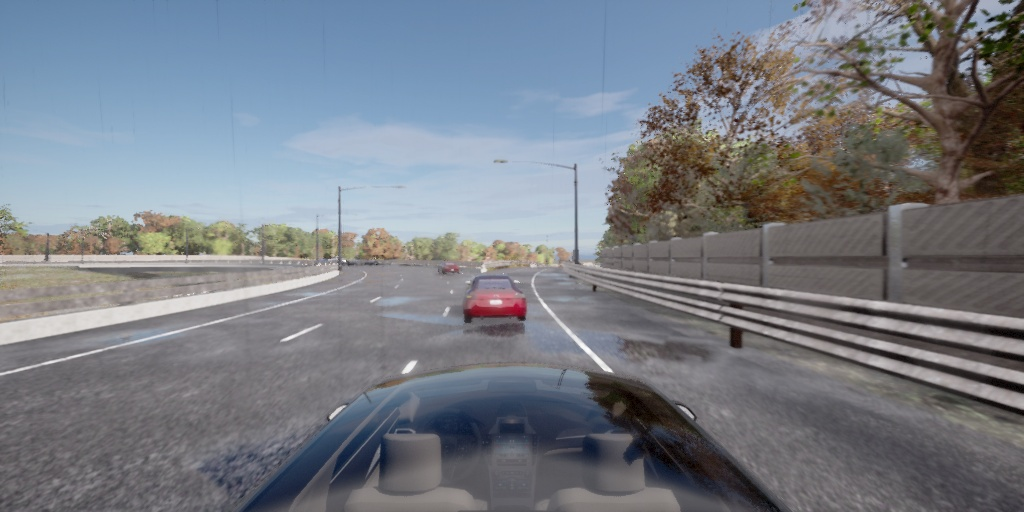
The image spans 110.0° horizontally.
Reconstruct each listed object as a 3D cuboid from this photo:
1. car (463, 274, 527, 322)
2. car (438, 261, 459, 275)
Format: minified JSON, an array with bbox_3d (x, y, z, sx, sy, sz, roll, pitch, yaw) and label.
[{"bbox_3d":[-0.672,1.325,12.477,1.994,1.385,4.181,0,0,-6],"label":"car"},{"bbox_3d":[-7.163,1.335,40.434,1.812,1.442,4.674,-1,0,-20],"label":"car"}]
